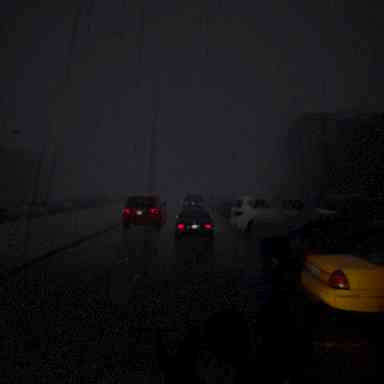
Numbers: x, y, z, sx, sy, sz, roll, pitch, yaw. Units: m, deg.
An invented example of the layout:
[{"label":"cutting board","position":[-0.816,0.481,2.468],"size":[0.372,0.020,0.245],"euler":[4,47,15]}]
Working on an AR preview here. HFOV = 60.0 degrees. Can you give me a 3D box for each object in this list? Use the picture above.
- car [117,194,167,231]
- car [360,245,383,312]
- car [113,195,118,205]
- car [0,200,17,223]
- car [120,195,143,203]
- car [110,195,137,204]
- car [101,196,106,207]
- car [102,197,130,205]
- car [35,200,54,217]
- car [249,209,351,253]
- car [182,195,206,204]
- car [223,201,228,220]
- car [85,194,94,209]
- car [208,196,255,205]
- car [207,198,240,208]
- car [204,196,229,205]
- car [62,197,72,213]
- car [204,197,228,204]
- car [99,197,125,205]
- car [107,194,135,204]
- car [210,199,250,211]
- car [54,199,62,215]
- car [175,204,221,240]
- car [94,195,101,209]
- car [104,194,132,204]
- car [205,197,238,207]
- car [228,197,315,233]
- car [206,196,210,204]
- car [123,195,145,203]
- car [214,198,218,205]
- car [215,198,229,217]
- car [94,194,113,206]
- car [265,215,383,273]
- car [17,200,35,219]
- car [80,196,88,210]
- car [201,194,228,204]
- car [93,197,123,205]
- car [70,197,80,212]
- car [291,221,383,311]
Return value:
[{"label":"car","position":[-2.881,1.245,20.961],"size":[2.150,2.045,5.566],"euler":[0,0,0]},{"label":"car","position":[4.741,1.512,3.494],"size":[4.792,1.488,2.163],"euler":[0,0,0]},{"label":"car","position":[-15.682,1.689,56.795],"size":[4.792,1.488,2.163],"euler":[0,0,0]},{"label":"car","position":[-15.644,1.532,23.705],"size":[4.792,1.488,2.163],"euler":[0,0,0]},{"label":"car","position":[-15.711,1.869,87.108],"size":[5.566,2.045,2.435],"euler":[0,-1,0]},{"label":"car","position":[-15.643,1.620,76.088],"size":[5.566,2.045,2.435],"euler":[0,-1,0]},{"label":"car","position":[-15.615,1.634,48.522],"size":[4.792,1.488,2.163],"euler":[0,0,0]},{"label":"car","position":[-15.478,1.745,67.823],"size":[5.366,1.575,1.946],"euler":[0,-1,0]},{"label":"car","position":[-15.441,1.514,29.225],"size":[5.366,1.575,1.946],"euler":[0,0,0]},{"label":"car","position":[4.691,1.518,11.829],"size":[4.792,1.488,2.163],"euler":[0,0,0]},{"label":"car","position":[0.134,1.296,36.835],"size":[2.150,2.045,5.566],"euler":[0,0,0]},{"label":"car","position":[4.728,1.550,23.072],"size":[4.674,1.452,2.002],"euler":[0,0,0]},{"label":"car","position":[-15.608,1.448,43.010],"size":[4.553,1.767,2.185],"euler":[0,0,0]},{"label":"car","position":[4.741,1.568,39.620],"size":[5.008,1.535,2.097],"euler":[0,0,0]},{"label":"car","position":[4.728,1.655,50.861],"size":[4.792,1.488,2.163],"euler":[0,0,0]},{"label":"car","position":[4.739,1.591,64.755],"size":[4.553,1.767,2.185],"euler":[0,-1,0]},{"label":"car","position":[-15.602,1.565,34.737],"size":[4.792,1.488,2.163],"euler":[0,0,0]},{"label":"car","position":[4.771,1.781,67.531],"size":[4.674,1.452,2.002],"euler":[0,-1,0]},{"label":"car","position":[-15.658,1.762,65.065],"size":[4.674,1.452,2.002],"euler":[0,-1,0]},{"label":"car","position":[-15.640,1.571,73.335],"size":[5.566,2.045,2.435],"euler":[0,-1,0]},{"label":"car","position":[4.778,1.610,42.525],"size":[4.792,1.488,2.163],"euler":[0,0,0]},{"label":"car","position":[-15.599,1.555,31.982],"size":[4.792,1.488,2.163],"euler":[0,0,0]},{"label":"car","position":[0.116,1.563,16.950],"size":[2.033,1.411,5.357],"euler":[0,0,0]},{"label":"car","position":[-15.637,1.588,45.767],"size":[5.008,1.535,2.097],"euler":[0,0,0]},{"label":"car","position":[-15.638,1.532,70.578],"size":[5.566,2.045,2.435],"euler":[0,-1,0]},{"label":"car","position":[4.947,1.656,56.294],"size":[5.366,1.575,1.946],"euler":[0,0,0]},{"label":"car","position":[4.760,1.378,20.202],"size":[4.553,1.767,2.185],"euler":[0,0,0]},{"label":"car","position":[4.745,1.596,45.303],"size":[4.892,1.521,2.231],"euler":[0,0,0]},{"label":"car","position":[-15.657,1.939,89.865],"size":[5.566,2.045,2.435],"euler":[0,-1,0]},{"label":"car","position":[4.768,1.564,31.408],"size":[4.792,1.488,2.163],"euler":[0,0,0]},{"label":"car","position":[4.743,1.527,28.628],"size":[4.892,1.521,2.231],"euler":[0,0,0]},{"label":"car","position":[-15.676,1.371,51.283],"size":[5.566,2.045,2.435],"euler":[0,0,0]},{"label":"car","position":[4.688,1.516,9.051],"size":[4.792,1.488,2.163],"euler":[0,0,0]},{"label":"car","position":[-15.808,1.505,26.461],"size":[5.366,1.575,1.946],"euler":[0,0,0]},{"label":"car","position":[-15.666,1.589,40.253],"size":[4.792,1.488,2.163],"euler":[0,0,0]},{"label":"car","position":[4.747,1.522,70.309],"size":[5.566,2.045,2.435],"euler":[0,-1,0]},{"label":"car","position":[-15.653,1.698,62.310],"size":[5.008,1.535,2.097],"euler":[0,0,0]},{"label":"car","position":[-15.632,1.587,37.459],"size":[4.674,1.452,2.002],"euler":[0,0,0]},{"label":"car","position":[4.900,1.481,6.272],"size":[5.366,1.575,1.946],"euler":[0,0,0]}]
